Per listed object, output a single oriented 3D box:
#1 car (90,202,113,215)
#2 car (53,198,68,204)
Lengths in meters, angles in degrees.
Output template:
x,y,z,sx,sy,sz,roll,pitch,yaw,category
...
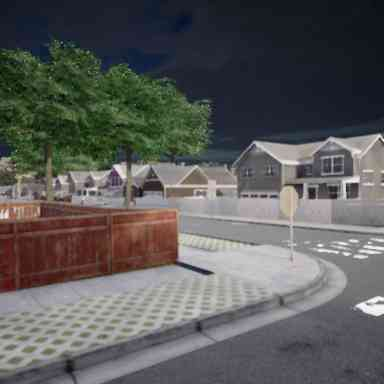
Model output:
x,y,z,sx,sy,sz,roll,pitch,yaw,category
-8.613,1.655,32.124,1.895,1.301,4.718,-1,0,-36,car
-18.913,1.573,46.714,2.097,1.767,4.553,-1,0,-36,car
